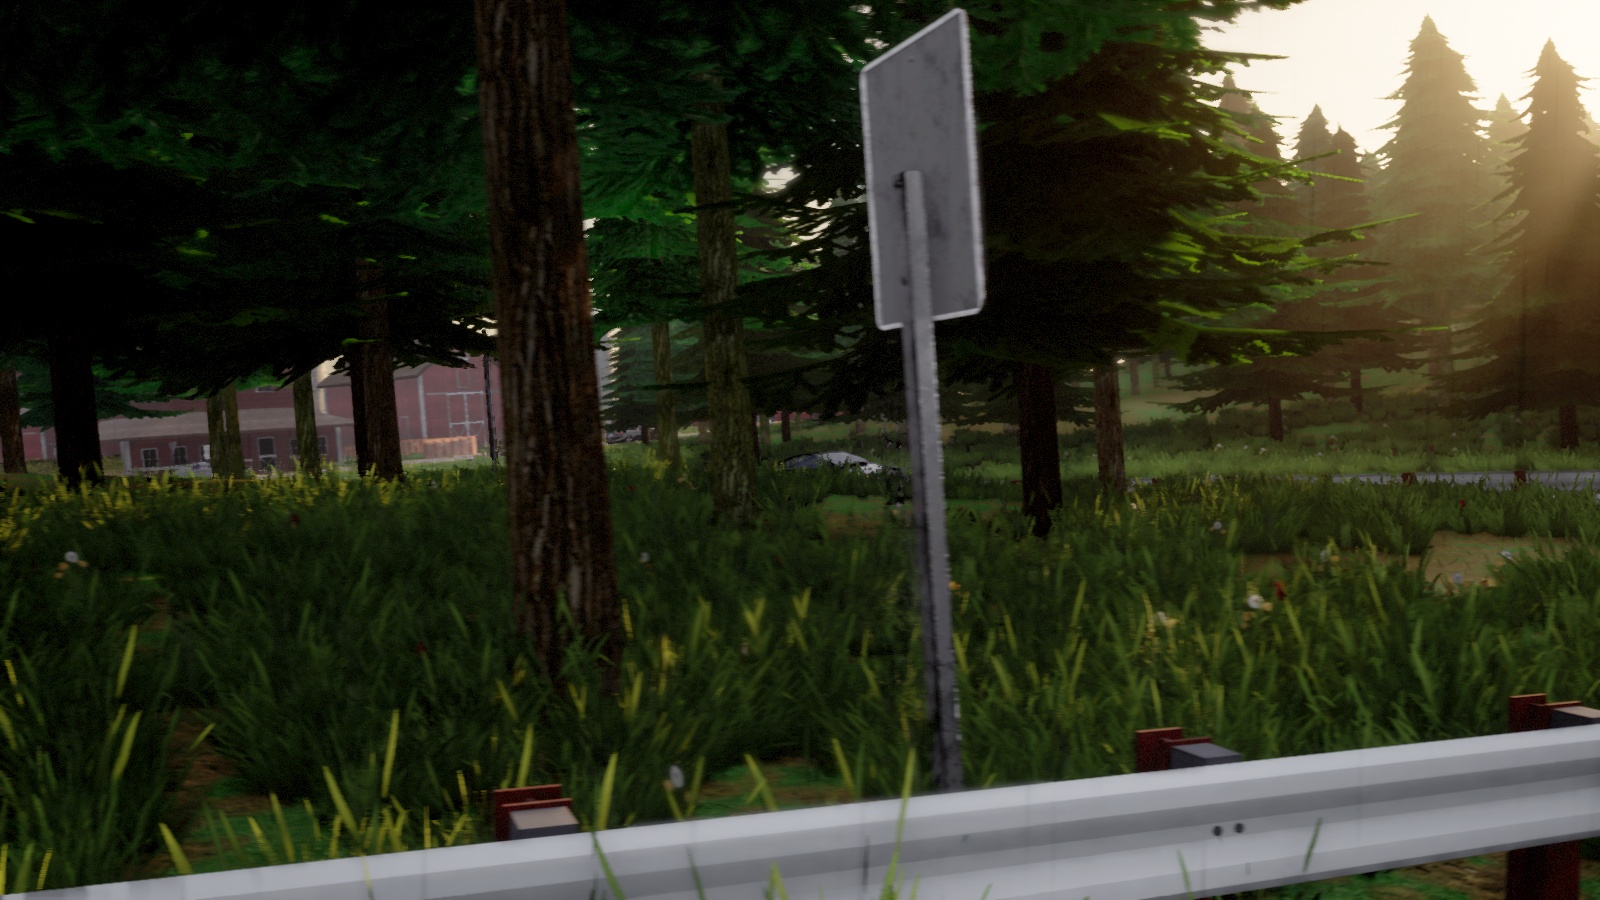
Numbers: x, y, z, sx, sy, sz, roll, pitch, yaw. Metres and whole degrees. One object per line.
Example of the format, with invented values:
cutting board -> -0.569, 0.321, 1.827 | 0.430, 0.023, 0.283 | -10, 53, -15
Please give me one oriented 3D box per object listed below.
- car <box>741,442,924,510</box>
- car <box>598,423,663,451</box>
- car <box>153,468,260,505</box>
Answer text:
car -> 0.796, 0.689, 31.980 | 4.181, 1.385, 1.994 | -3, 3, 38
car -> -13.103, -1.048, 97.550 | 2.242, 1.667, 4.611 | -3, 3, 38
car -> -33.632, 2.041, 71.247 | 2.128, 1.511, 4.902 | -3, 4, 44
